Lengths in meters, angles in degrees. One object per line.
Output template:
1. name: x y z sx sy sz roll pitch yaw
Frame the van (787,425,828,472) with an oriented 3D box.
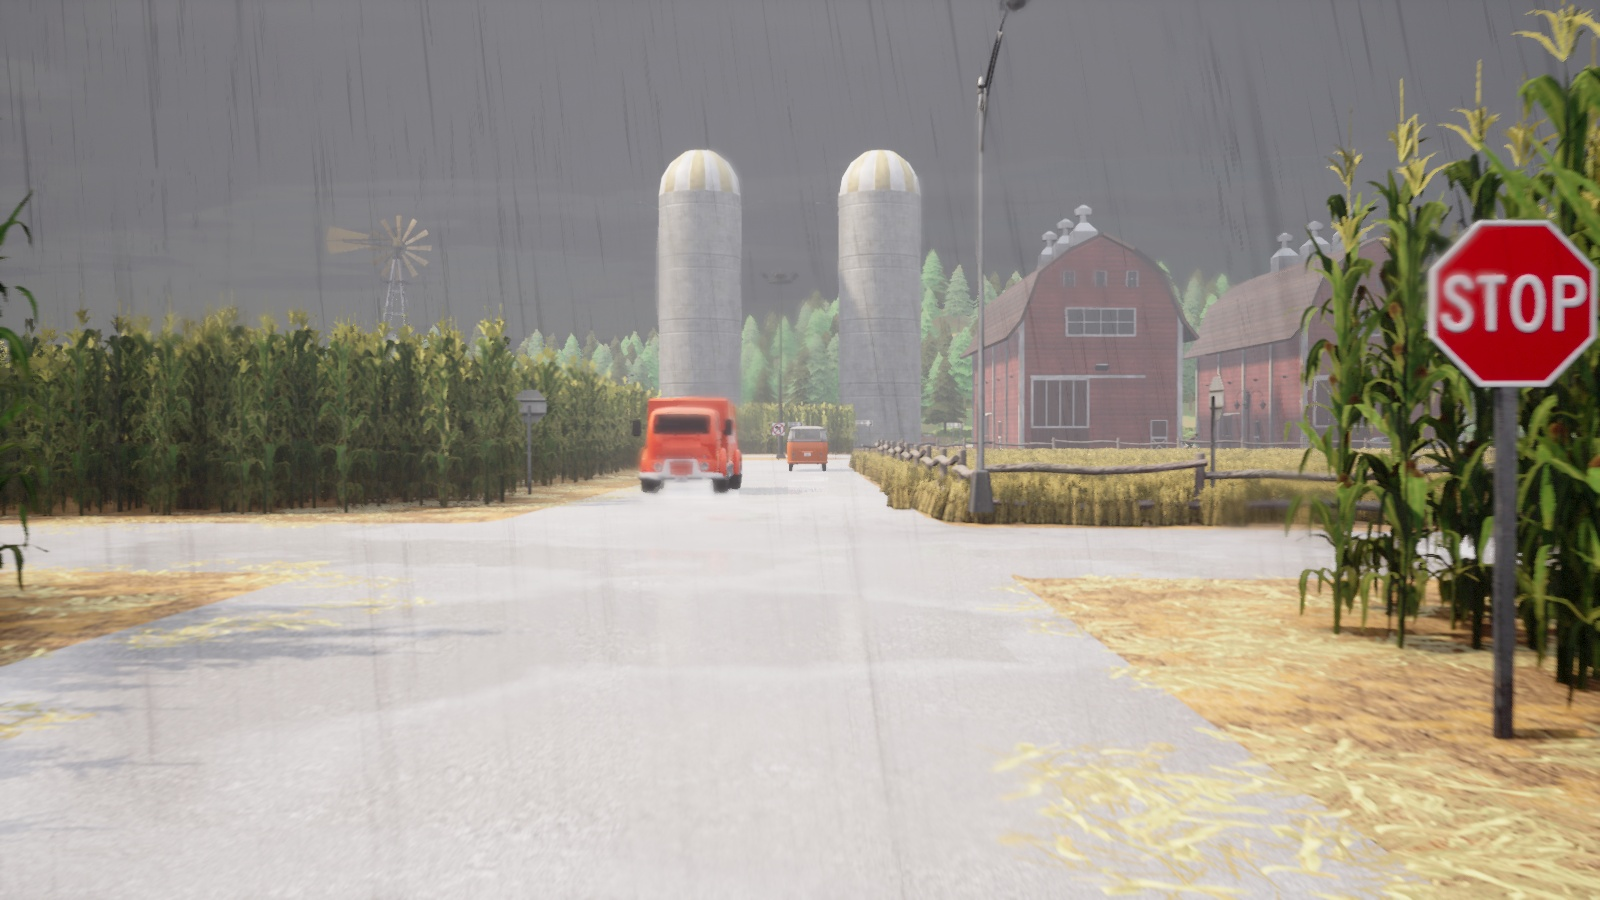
1. van: 0.334 -0.094 56.151 1.775 1.987 4.442 0 1 0

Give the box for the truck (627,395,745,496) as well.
1. truck: -2.896 -0.138 33.187 2.627 2.467 5.204 0 1 0

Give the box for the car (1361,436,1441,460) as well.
1. car: 38.408 -0.155 80.326 4.193 1.474 1.816 0 1 5
